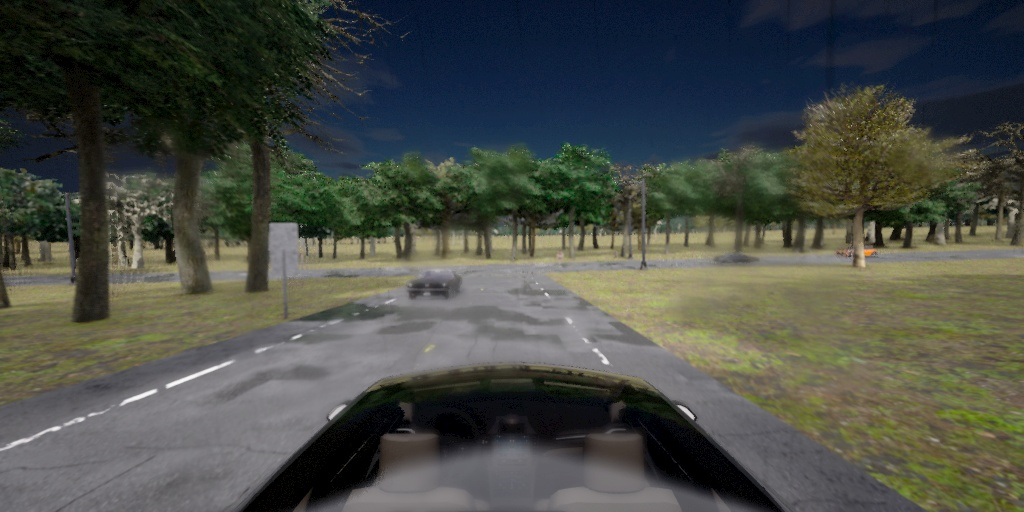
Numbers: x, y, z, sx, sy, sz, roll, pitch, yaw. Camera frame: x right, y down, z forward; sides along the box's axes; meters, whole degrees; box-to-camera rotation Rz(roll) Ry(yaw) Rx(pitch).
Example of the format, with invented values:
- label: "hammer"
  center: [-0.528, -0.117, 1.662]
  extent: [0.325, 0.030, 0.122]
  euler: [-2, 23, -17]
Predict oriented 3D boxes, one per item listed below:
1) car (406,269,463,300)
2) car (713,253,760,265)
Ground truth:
- label: "car"
  center: [-3.591, 1.299, 17.369]
  extent: [1.895, 1.301, 4.718]
  euler: [0, 0, 0]
- label: "car"
  center: [29.374, 0.278, 47.029]
  extent: [5.357, 1.411, 2.033]
  euler: [-2, 3, 0]
